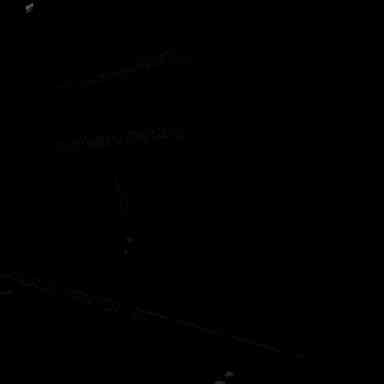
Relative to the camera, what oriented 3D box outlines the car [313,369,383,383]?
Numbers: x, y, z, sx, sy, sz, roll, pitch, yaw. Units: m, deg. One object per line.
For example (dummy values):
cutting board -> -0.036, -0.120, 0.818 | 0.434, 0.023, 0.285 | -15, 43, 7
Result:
car -> 2.358, 1.573, 1.197 | 4.313, 1.339, 1.947 | 0, 0, 36
